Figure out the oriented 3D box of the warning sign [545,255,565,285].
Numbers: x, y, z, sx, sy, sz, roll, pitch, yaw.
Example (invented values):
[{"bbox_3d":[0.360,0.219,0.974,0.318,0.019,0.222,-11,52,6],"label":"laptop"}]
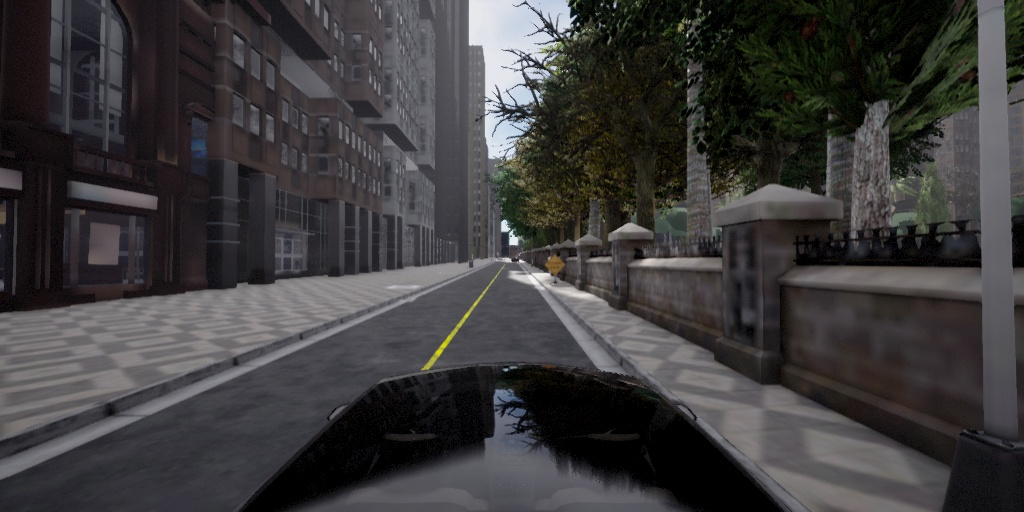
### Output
[{"bbox_3d":[2.718,0.843,22.441,1.300,1.860,1.060,0,0,0],"label":"warning sign"}]
